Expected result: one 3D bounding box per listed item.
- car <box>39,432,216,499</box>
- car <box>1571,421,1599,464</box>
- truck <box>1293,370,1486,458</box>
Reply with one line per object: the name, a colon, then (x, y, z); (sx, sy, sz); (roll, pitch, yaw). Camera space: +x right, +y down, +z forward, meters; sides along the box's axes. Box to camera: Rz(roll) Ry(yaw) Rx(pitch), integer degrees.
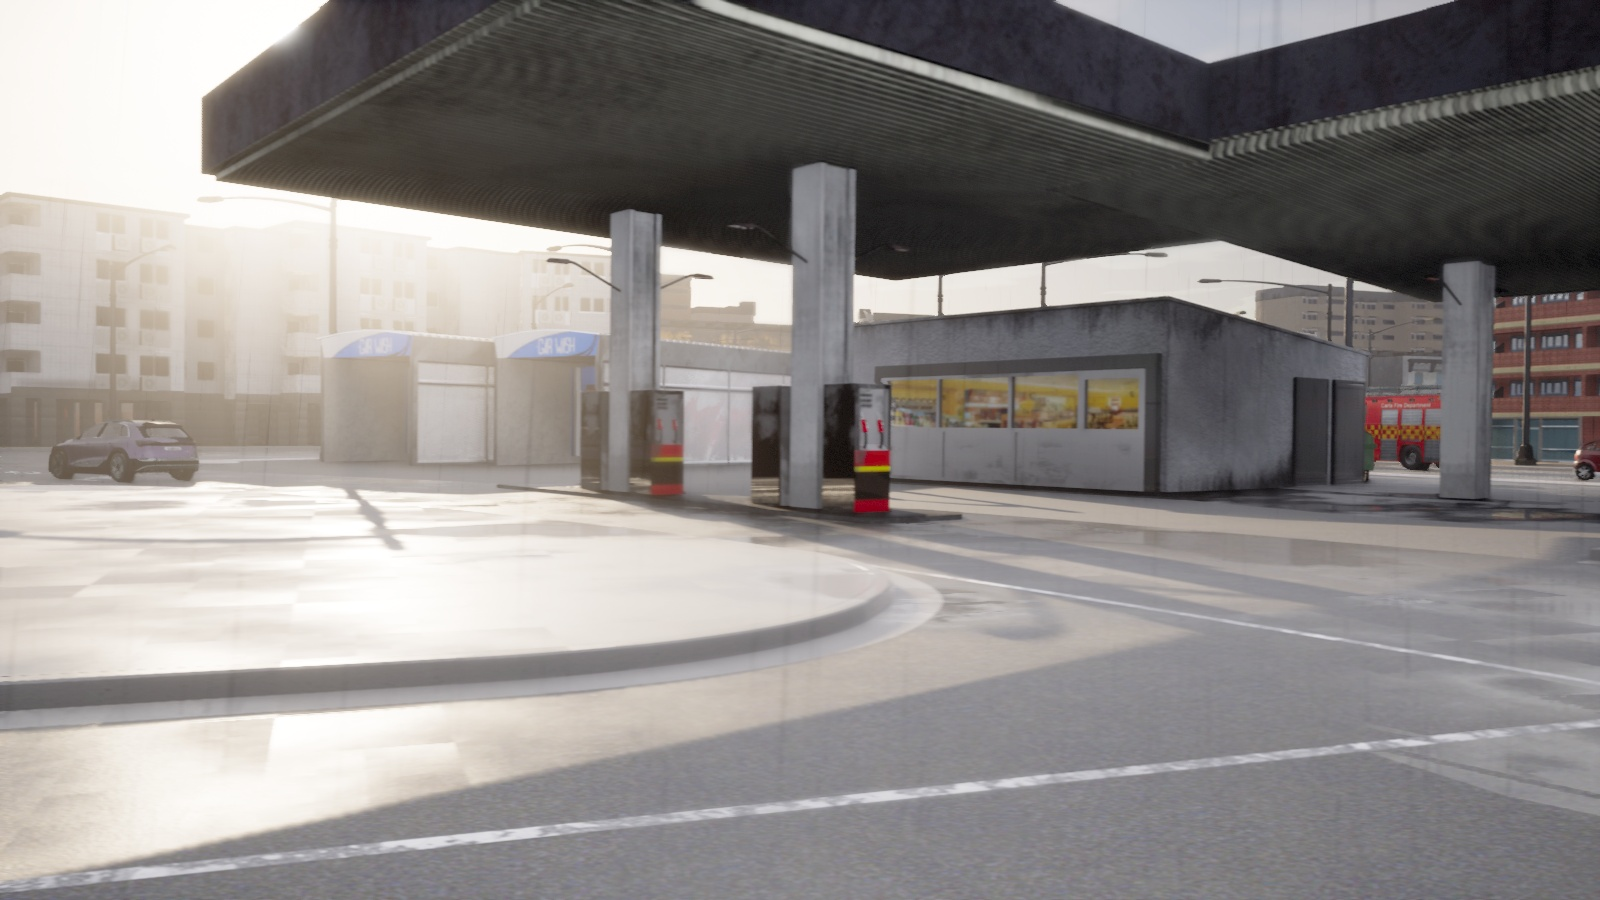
car: (-18.025, 0.377, 33.584); (4.856, 1.649, 2.033); (0, 1, 33)
car: (29.669, -0.268, 44.473); (1.789, 1.549, 3.705); (-1, 1, -22)
truck: (27.552, -1.628, 59.201); (2.891, 3.827, 8.468); (-1, 1, -23)
